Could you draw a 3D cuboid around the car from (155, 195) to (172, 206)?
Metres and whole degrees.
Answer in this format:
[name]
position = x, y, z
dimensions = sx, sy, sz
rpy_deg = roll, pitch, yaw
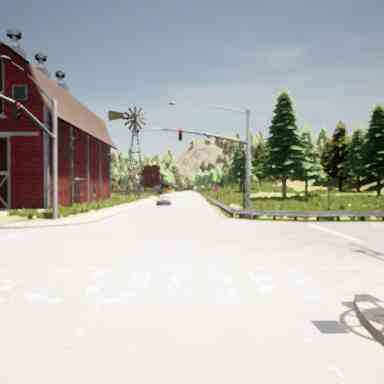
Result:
[car]
position = -3.506, 1.074, 41.836
dimensions = 1.895, 1.301, 4.718
rpy_deg = 0, 1, 0
